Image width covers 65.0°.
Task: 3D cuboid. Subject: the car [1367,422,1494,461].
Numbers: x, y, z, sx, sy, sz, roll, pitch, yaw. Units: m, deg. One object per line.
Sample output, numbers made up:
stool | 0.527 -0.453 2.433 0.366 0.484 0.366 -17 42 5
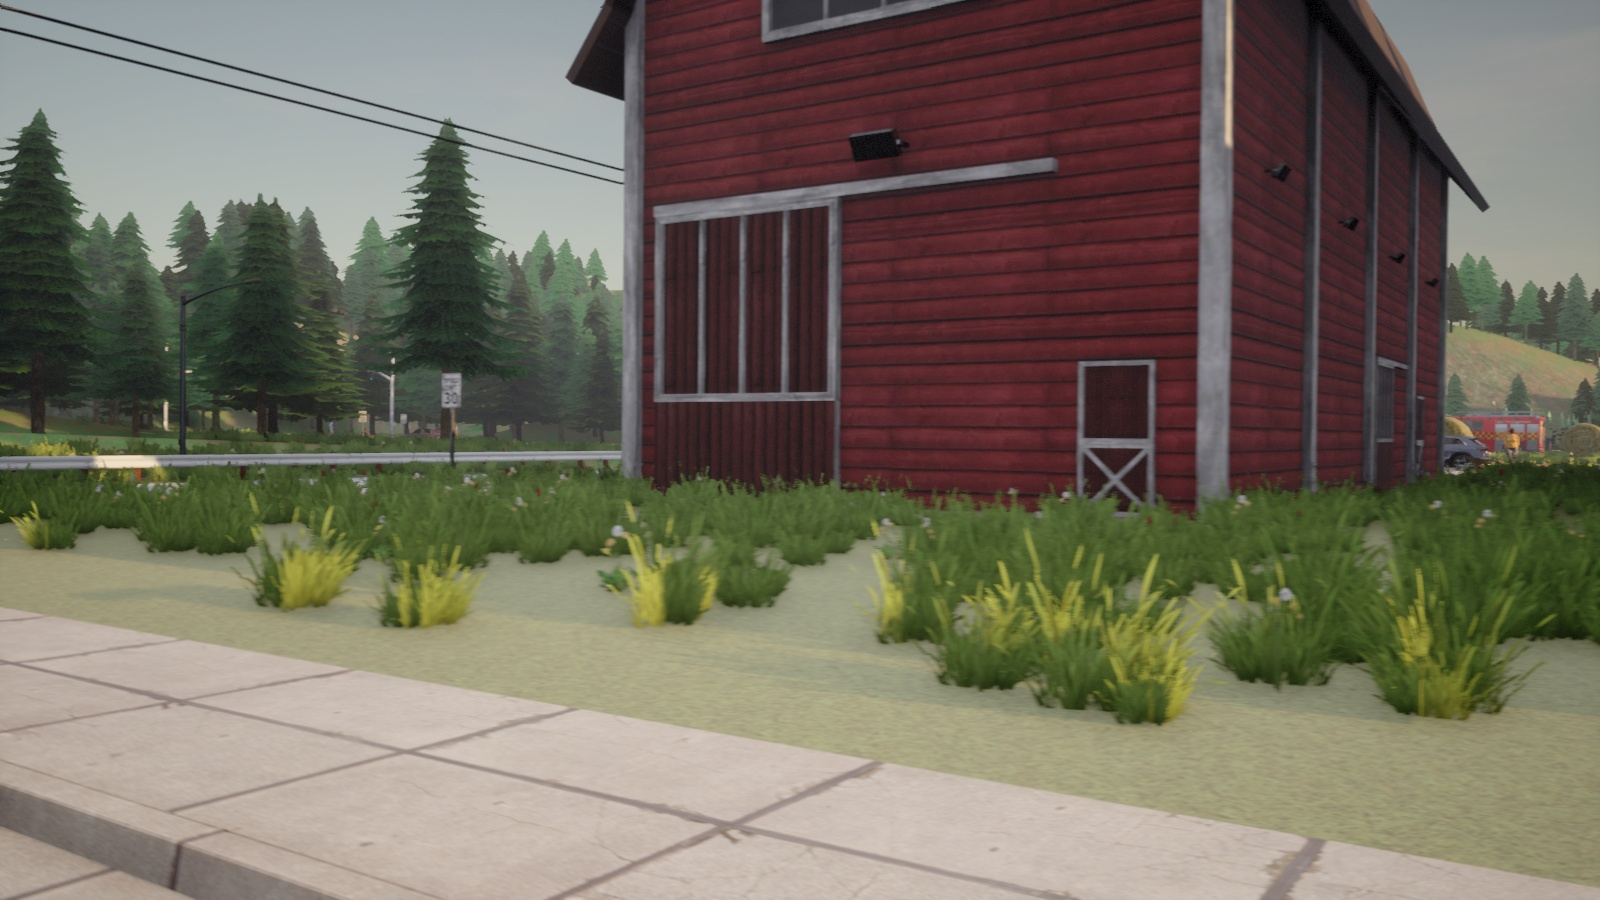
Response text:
car | 28.201 -0.392 56.188 4.856 1.649 2.033 0 1 34

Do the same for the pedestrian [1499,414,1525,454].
pedestrian | 33.231 -0.734 58.579 0.874 1.855 0.900 0 1 42

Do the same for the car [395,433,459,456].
car | -27.917 -0.393 93.869 4.856 1.649 2.033 0 1 36
